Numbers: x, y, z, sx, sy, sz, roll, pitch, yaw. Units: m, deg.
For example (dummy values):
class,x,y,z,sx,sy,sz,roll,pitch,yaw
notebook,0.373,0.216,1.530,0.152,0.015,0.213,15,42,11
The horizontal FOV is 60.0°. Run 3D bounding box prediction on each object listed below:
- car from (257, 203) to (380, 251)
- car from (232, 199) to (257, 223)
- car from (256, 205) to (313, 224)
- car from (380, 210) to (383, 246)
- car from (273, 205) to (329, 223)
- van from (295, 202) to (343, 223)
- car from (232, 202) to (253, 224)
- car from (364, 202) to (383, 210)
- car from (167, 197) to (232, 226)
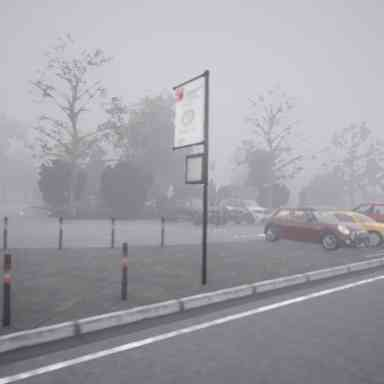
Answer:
class,x,y,z,sx,sy,sz,roll,pitch,yaw
car,5.569,1.530,15.174,2.185,1.767,4.553,2,-1,-36
car,4.564,1.662,29.536,2.435,2.045,5.566,2,-1,-36
car,9.067,2.141,33.042,1.946,1.575,5.366,3,-2,-36
car,8.036,1.757,16.934,2.097,1.535,5.008,2,-1,-36
car,11.225,2.258,34.595,1.946,1.575,5.366,3,-2,-36
van,13.675,2.165,35.986,1.878,1.987,4.442,3,-2,-36
car,2.286,1.817,27.908,2.231,1.521,4.892,2,-1,-36
car,10.387,1.604,18.673,2.435,2.045,5.566,3,-2,-36
car,0.148,1.475,26.326,2.435,2.045,5.566,2,-1,-36
